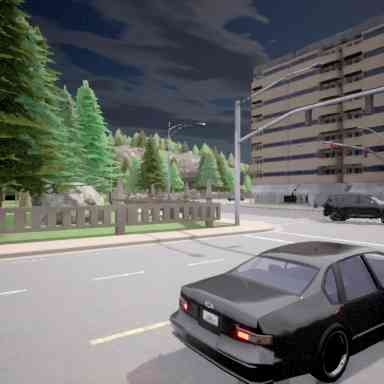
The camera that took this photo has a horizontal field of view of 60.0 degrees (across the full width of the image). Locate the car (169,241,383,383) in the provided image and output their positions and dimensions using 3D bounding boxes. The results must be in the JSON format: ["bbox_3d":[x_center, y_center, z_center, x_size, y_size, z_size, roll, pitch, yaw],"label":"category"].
[{"bbox_3d":[2.273,1.547,5.410,5.357,1.411,2.033,0,0,-35],"label":"car"}]

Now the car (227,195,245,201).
[{"bbox_3d":[10.412,1.484,78.782,2.033,1.411,5.357,0,0,40],"label":"car"}]

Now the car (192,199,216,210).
[{"bbox_3d":[1.022,1.492,39.380,2.033,1.411,5.357,0,0,-29],"label":"car"}]

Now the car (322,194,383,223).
[{"bbox_3d":[12.444,1.191,24.208,5.566,2.045,2.150,0,1,39],"label":"car"}]

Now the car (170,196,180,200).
[{"bbox_3d":[-3.395,1.438,61.530,2.128,1.511,4.902,0,0,5],"label":"car"}]
